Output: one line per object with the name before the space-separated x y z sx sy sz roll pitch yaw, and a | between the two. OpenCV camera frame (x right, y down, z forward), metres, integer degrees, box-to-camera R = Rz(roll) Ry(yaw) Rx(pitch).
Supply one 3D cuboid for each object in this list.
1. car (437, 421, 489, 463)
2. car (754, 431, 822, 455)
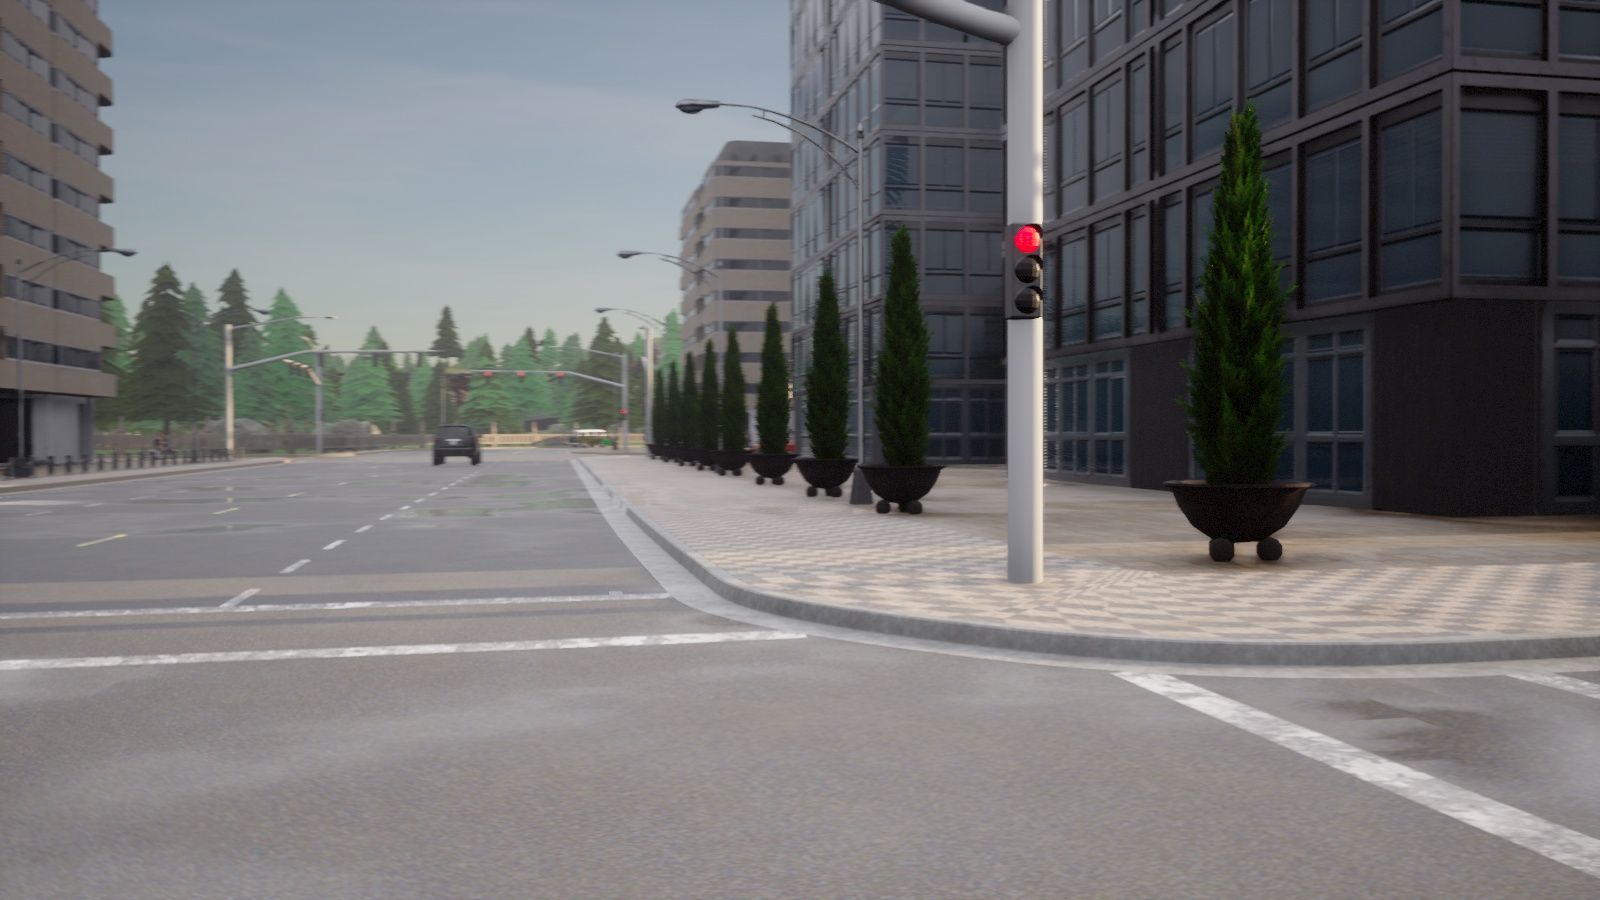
car | -17.207 -0.409 64.299 2.150 2.045 5.566 0 1 -11
car | -0.913 -0.522 91.755 4.611 1.667 2.242 0 1 -11
